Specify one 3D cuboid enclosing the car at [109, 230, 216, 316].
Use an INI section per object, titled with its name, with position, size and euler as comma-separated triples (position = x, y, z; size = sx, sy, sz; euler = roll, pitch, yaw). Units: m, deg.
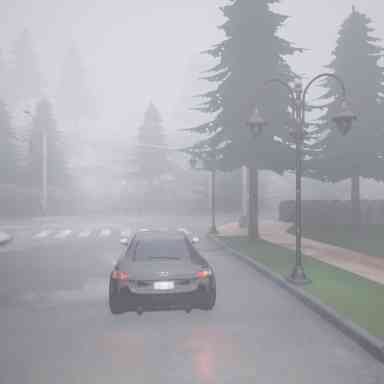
[car]
position = -0.724, 1.564, 7.670
size = 1.994, 1.385, 4.181
euler = 0, 0, -7
